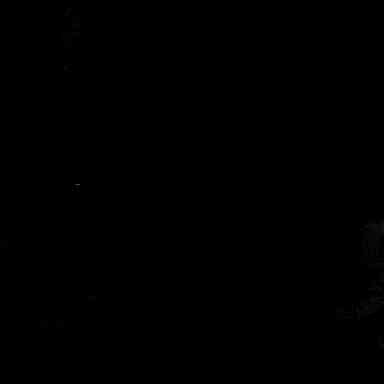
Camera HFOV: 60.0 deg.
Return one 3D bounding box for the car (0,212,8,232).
[{"bbox_3d":[-13.496,1.904,22.248,1.887,1.381,4.507,1,-2,-36],"label":"car"}]
